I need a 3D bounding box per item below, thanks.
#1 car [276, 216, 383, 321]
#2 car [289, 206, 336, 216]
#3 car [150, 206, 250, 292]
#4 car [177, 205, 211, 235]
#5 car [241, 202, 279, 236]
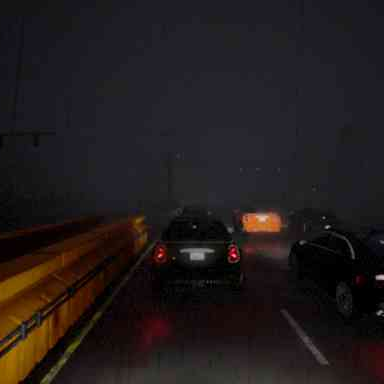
[{"bbox_3d":[3.611,1.530,7.325,2.128,1.511,4.902,0,0,0],"label":"car"},{"bbox_3d":[7.132,1.605,19.864,1.837,1.490,4.892,0,0,0],"label":"car"},{"bbox_3d":[0.114,1.399,9.205,2.097,1.767,4.553,0,0,0],"label":"car"},{"bbox_3d":[0.133,1.608,20.429,1.837,1.490,4.892,0,0,0],"label":"car"},{"bbox_3d":[3.632,1.450,19.308,2.097,1.767,4.553,0,0,0],"label":"car"}]
